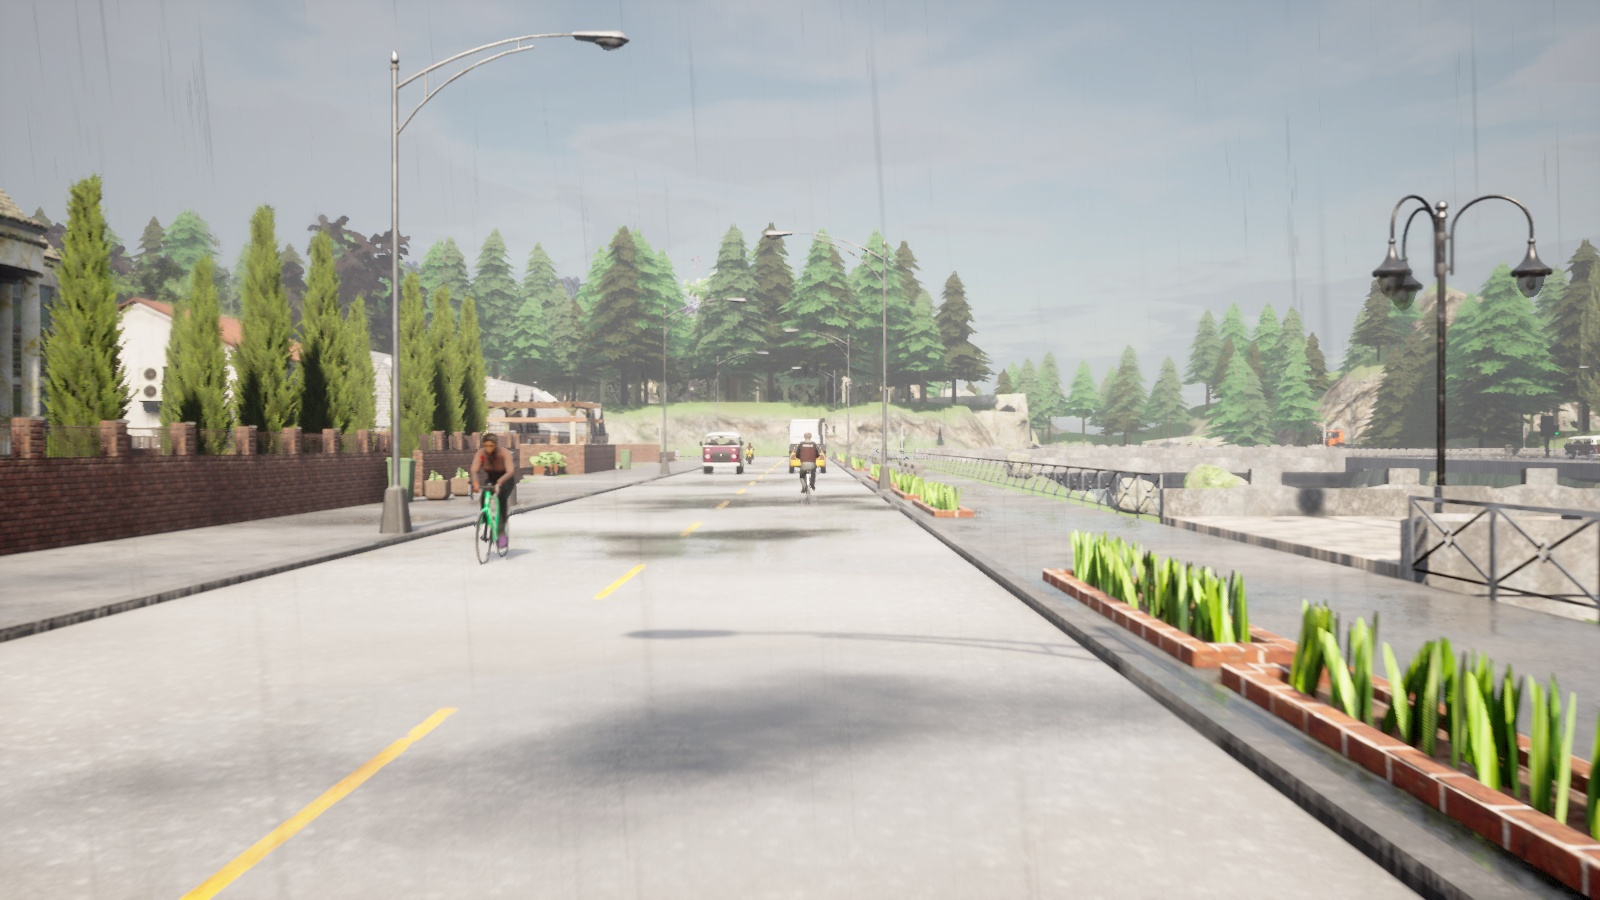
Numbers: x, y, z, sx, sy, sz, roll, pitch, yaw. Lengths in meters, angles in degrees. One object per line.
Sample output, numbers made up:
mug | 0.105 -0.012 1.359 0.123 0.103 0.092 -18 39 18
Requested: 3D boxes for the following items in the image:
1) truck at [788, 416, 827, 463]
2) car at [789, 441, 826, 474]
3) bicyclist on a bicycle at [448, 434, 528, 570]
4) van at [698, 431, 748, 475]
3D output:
truck | 0.575 -0.782 97.159 2.891 3.462 7.936 0 0 0
car | 0.379 0.330 63.208 1.801 1.575 5.366 0 0 0
bicyclist on a bicycle | -3.894 0.607 15.788 0.582 1.620 1.656 0 1 0
van | -3.641 0.130 59.862 2.069 2.038 4.480 0 0 0
